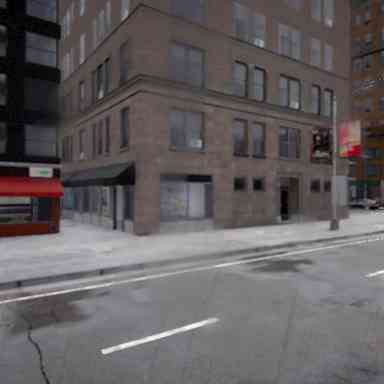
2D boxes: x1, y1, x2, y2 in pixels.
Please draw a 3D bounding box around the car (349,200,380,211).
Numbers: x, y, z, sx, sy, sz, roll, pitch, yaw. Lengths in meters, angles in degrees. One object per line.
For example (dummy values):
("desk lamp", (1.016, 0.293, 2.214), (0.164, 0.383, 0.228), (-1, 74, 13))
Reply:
("car", (21.210, 1.599, 41.873), (1.947, 1.339, 4.313), (0, 0, -35))
